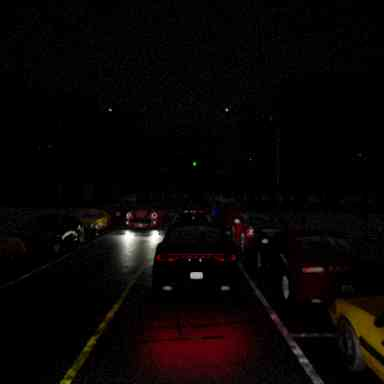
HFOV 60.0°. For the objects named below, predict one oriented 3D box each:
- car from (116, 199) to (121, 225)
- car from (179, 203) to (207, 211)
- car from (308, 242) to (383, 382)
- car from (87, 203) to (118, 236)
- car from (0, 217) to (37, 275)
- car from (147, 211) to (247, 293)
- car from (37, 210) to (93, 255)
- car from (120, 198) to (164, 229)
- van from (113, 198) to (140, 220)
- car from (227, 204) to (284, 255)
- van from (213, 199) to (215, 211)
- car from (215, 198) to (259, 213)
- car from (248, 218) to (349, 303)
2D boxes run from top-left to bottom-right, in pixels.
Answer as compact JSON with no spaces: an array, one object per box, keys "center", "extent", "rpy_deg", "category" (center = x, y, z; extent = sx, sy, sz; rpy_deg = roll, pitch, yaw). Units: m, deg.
[{"center":[-5.777,1.530,24.423],"extent":[1.967,1.590,4.097],"rpy_deg":[0,0,0],"category":"car"},{"center":[0.088,1.583,25.245],"extent":[2.128,1.511,4.902],"rpy_deg":[0,0,0],"category":"car"},{"center":[2.759,1.536,2.847],"extent":[1.752,1.417,4.829],"rpy_deg":[0,0,0],"category":"car"},{"center":[-5.774,1.594,18.816],"extent":[1.752,1.417,4.829],"rpy_deg":[0,0,0],"category":"car"},{"center":[-5.768,1.554,7.941],"extent":[1.752,1.417,4.829],"rpy_deg":[0,0,0],"category":"car"},{"center":[0.088,1.511,9.031],"extent":[1.882,1.535,5.008],"rpy_deg":[0,0,0],"category":"car"},{"center":[-5.771,1.615,13.548],"extent":[1.947,1.339,4.313],"rpy_deg":[0,0,0],"category":"car"},{"center":[-3.063,1.433,22.158],"extent":[2.097,1.767,4.553],"rpy_deg":[0,0,0],"category":"car"},{"center":[-5.780,1.452,29.862],"extent":[1.690,1.788,3.998],"rpy_deg":[0,0,0],"category":"van"},{"center":[2.754,1.490,13.553],"extent":[1.967,1.590,4.097],"rpy_deg":[0,0,0],"category":"car"},{"center":[2.748,1.432,24.428],"extent":[1.690,1.788,3.998],"rpy_deg":[0,0,0],"category":"van"},{"center":[2.751,1.385,18.991],"extent":[2.192,1.841,5.009],"rpy_deg":[0,0,0],"category":"car"},{"center":[2.757,1.574,8.115],"extent":[1.887,1.381,4.507],"rpy_deg":[0,0,0],"category":"car"}]
